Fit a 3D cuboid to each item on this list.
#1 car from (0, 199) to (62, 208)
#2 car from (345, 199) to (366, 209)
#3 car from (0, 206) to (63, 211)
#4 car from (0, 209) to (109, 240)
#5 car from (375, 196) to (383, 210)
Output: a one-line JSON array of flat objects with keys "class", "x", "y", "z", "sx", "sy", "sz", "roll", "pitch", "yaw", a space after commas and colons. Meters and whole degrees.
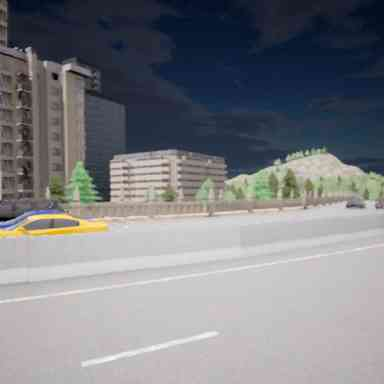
[{"class": "car", "x": -9.773, "y": 1.402, "z": 18.087, "sx": 5.566, "sy": 2.045, "sz": 2.150, "roll": 0, "pitch": 0, "yaw": -26}, {"class": "car", "x": 22.148, "y": 1.609, "z": 44.923, "sx": 1.994, "sy": 1.385, "sz": 4.181, "roll": -1, "pitch": -1, "yaw": 36}, {"class": "car", "x": -7.232, "y": 1.622, "z": 15.485, "sx": 5.008, "sy": 1.535, "sz": 1.882, "roll": 0, "pitch": 0, "yaw": -27}, {"class": "car", "x": -5.576, "y": 1.592, "z": 12.405, "sx": 5.008, "sy": 1.535, "sz": 1.882, "roll": 0, "pitch": 0, "yaw": -27}, {"class": "car", "x": 24.963, "y": 1.342, "z": 42.869, "sx": 2.097, "sy": 1.767, "sz": 4.553, "roll": -1, "pitch": -1, "yaw": 36}]
